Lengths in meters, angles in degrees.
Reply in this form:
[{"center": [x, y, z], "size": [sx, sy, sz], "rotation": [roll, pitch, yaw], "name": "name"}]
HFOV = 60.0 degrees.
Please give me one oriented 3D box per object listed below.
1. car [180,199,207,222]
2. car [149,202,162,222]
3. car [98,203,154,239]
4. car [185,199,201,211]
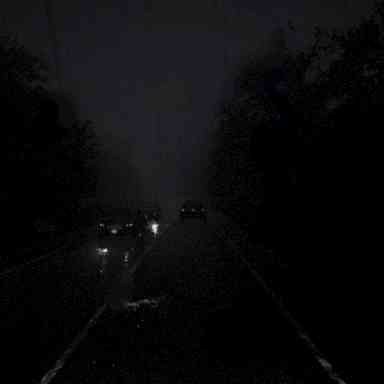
[{"center": [0.103, 1.423, 27.572], "size": [2.097, 1.767, 4.553], "rotation": [0, 0, 0], "name": "car"}, {"center": [-3.476, 1.595, 27.088], "size": [1.812, 1.442, 4.674], "rotation": [0, 0, 0], "name": "car"}, {"center": [-3.524, 1.537, 17.577], "size": [2.128, 1.511, 4.902], "rotation": [0, 0, 1], "name": "car"}, {"center": [0.114, 1.667, 43.750], "size": [1.994, 1.385, 4.181], "rotation": [0, 0, 0], "name": "car"}]
